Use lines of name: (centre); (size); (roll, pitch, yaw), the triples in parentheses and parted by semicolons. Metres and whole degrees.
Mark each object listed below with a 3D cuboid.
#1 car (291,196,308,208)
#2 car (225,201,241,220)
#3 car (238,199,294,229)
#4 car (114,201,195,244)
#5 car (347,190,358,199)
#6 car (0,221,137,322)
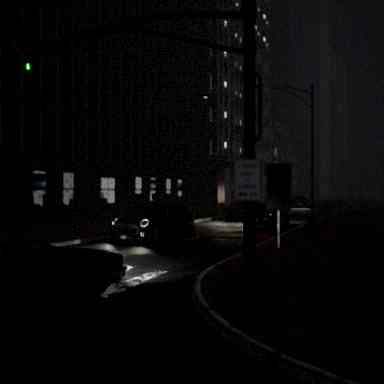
car: (13.836, 1.261, 43.266); (1.837, 1.490, 4.892); (0, 0, 30)
car: (4.232, 1.324, 26.196); (1.882, 1.535, 5.008); (0, 1, 29)
car: (4.721, 1.394, 20.718); (1.812, 1.442, 4.674); (0, 0, 29)
car: (-1.714, 1.255, 15.552); (2.097, 1.767, 4.553); (0, 0, 29)
car: (40.783, 0.996, 85.282); (1.837, 1.490, 4.892); (0, 0, 29)
car: (-3.541, 1.506, 5.912); (2.033, 1.411, 5.357); (0, 1, 29)
